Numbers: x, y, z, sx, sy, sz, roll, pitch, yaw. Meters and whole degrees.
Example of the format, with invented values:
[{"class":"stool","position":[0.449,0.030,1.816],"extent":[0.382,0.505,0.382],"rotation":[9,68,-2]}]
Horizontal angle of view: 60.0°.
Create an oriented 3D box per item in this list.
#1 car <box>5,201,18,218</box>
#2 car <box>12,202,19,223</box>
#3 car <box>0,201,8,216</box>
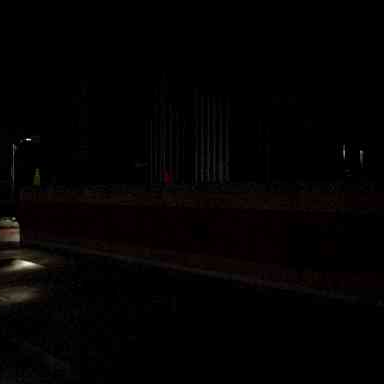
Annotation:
[{"class":"car","position":[-10.680,1.560,24.652],"extent":[1.837,1.490,4.892],"rotation":[0,0,37]},{"class":"car","position":[-8.552,1.533,21.649],"extent":[1.882,1.535,5.008],"rotation":[0,0,37]},{"class":"car","position":[-16.375,1.547,29.061],"extent":[2.128,1.511,4.902],"rotation":[0,0,37]}]
